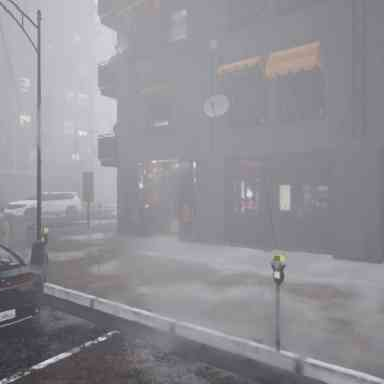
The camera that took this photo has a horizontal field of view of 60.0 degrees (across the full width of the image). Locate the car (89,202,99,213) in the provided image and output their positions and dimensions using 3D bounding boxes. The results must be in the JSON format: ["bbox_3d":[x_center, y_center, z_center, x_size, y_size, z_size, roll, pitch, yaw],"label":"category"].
[{"bbox_3d":[-10.862,1.249,30.526,1.752,1.417,4.829,1,1,35],"label":"car"}]

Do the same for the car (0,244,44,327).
[{"bbox_3d":[-4.456,1.551,6.073,4.403,1.369,2.008,0,0,36],"label":"car"}]

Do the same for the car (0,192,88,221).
[{"bbox_3d":[-11.222,1.007,25.529,2.150,2.045,5.566,0,0,35],"label":"car"}]
